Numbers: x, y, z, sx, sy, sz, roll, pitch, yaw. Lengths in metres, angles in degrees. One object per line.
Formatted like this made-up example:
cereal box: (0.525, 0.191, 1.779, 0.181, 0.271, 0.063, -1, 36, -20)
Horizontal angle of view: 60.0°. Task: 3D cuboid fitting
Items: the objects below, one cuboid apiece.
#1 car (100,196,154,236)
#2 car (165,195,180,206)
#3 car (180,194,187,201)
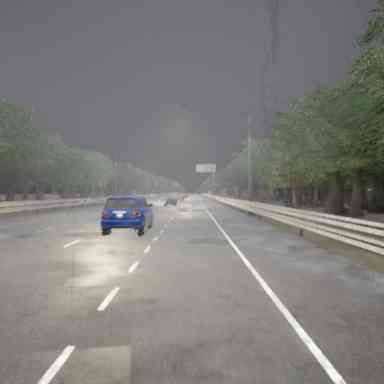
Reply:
car: (-3.491, 1.225, 18.700, 2.150, 2.045, 5.566, 0, 0, 0)
car: (-3.363, 1.542, 54.634, 1.837, 1.490, 4.892, 0, 0, 0)
car: (-3.103, 1.613, 89.822, 1.994, 1.385, 4.181, 0, 0, 1)
